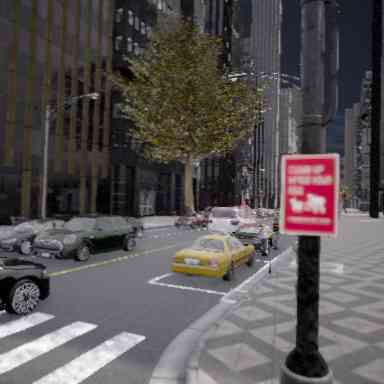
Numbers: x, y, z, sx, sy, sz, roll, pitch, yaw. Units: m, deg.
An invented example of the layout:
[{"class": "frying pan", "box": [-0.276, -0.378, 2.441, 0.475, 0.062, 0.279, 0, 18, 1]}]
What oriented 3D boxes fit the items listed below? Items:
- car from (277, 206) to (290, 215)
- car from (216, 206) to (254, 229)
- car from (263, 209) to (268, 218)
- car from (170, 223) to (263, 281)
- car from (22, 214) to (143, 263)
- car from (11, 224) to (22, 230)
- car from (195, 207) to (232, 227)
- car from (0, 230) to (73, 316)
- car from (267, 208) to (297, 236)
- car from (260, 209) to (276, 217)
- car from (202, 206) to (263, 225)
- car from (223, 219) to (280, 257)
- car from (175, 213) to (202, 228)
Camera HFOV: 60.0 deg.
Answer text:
[{"class": "car", "box": [20.691, 4.186, 75.102, 2.192, 1.841, 5.009, 1, -2, 25]}, {"class": "car", "box": [4.390, 2.430, 33.122, 2.150, 2.045, 5.566, 1, -2, 25]}, {"class": "car", "box": [11.505, 3.473, 55.065, 1.967, 1.590, 4.097, 1, -2, 25]}, {"class": "car", "box": [0.961, 2.039, 11.604, 1.752, 1.417, 4.829, 1, -2, 25]}, {"class": "car", "box": [-4.358, 1.770, 14.056, 2.097, 1.767, 4.553, 1, -2, 25]}, {"class": "car", "box": [-6.861, 1.916, 14.997, 2.008, 1.369, 4.403, 1, -2, 25]}, {"class": "car", "box": [2.327, 2.512, 35.036, 2.192, 1.841, 5.009, 1, -2, 25]}, {"class": "car", "box": [-4.767, 1.683, 5.757, 2.128, 1.511, 4.902, 1, -2, 25]}, {"class": "car", "box": [7.782, 2.446, 26.478, 2.192, 1.841, 5.009, 1, -2, 25]}, {"class": "car", "box": [13.727, 3.761, 59.916, 1.752, 1.417, 4.829, 1, -2, 25]}, {"class": "car", "box": [2.883, 2.098, 22.415, 2.150, 2.045, 5.566, 1, -2, 25]}, {"class": "car", "box": [3.185, 2.266, 16.456, 2.008, 1.369, 4.403, 1, -2, 25]}, {"class": "car", "box": [0.024, 2.570, 30.020, 1.802, 1.307, 4.206, 1, -2, 25]}]
